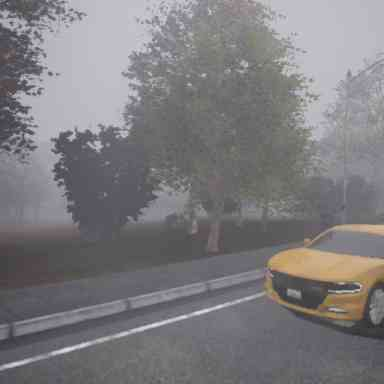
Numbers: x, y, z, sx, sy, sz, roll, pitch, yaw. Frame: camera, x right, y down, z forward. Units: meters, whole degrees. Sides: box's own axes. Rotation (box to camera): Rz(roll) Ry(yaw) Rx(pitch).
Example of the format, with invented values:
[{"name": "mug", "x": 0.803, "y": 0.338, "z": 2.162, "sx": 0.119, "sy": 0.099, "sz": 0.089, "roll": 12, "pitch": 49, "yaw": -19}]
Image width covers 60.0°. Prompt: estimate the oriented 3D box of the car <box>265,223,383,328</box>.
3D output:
[{"name": "car", "x": 3.602, "y": 1.433, "z": 6.917, "sx": 5.008, "sy": 1.535, "sz": 1.882, "roll": 2, "pitch": -1, "yaw": -38}]
